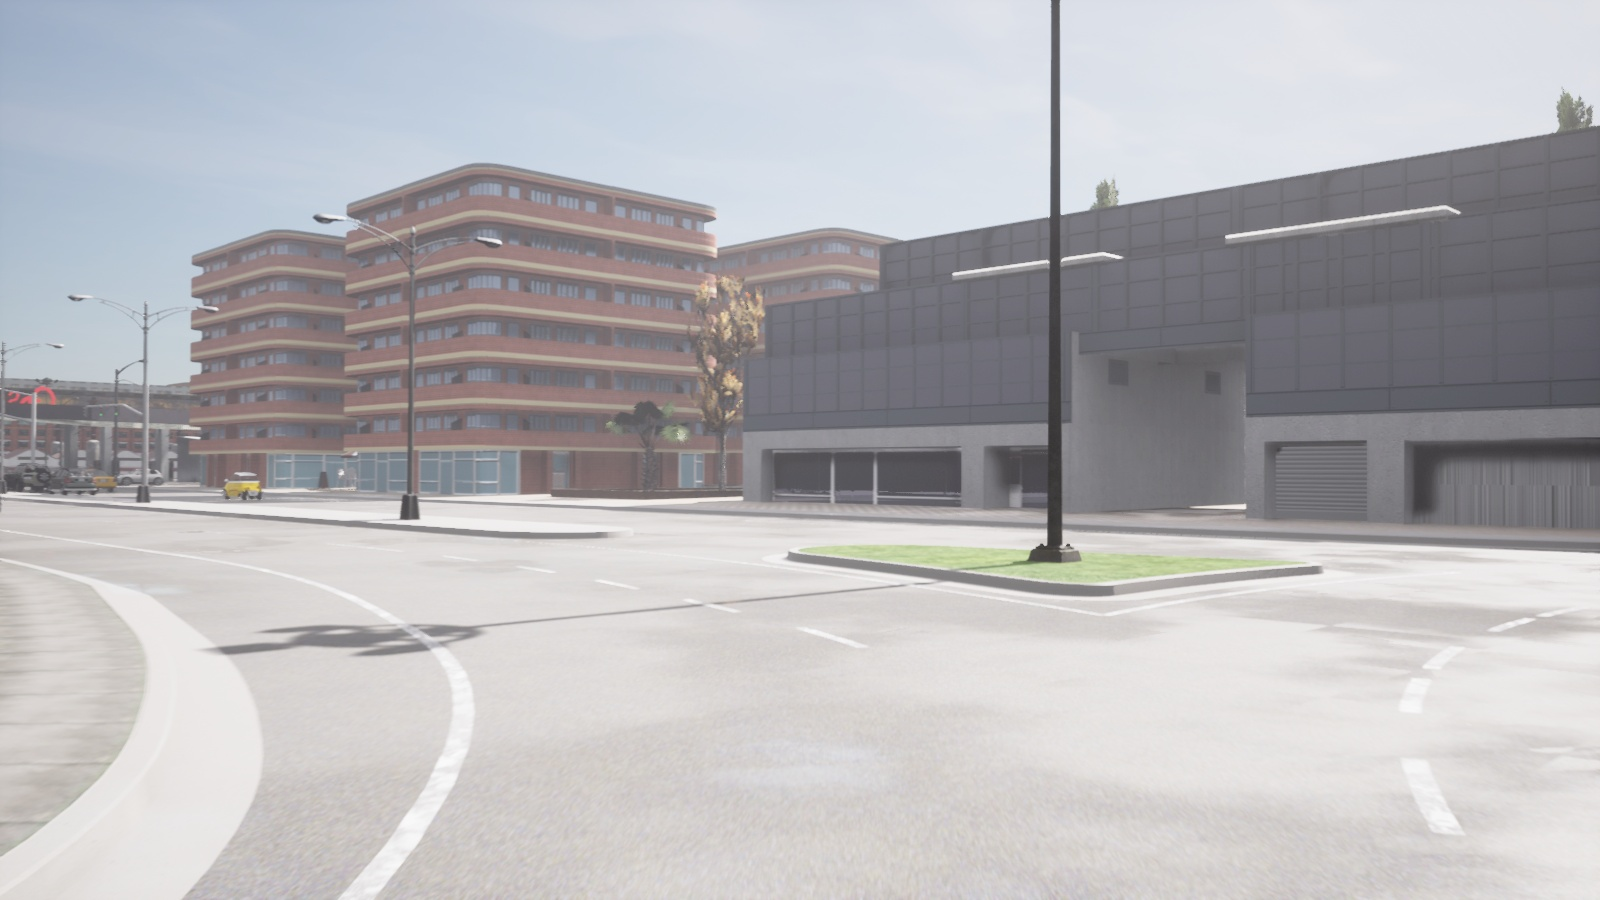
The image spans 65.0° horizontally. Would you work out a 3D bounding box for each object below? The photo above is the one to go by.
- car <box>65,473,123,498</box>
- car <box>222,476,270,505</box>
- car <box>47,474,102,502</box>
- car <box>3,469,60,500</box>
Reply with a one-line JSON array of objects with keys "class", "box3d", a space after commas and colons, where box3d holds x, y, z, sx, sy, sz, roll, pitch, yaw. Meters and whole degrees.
[{"class": "car", "box3d": [-44.969, 2.244, 79.951, 5.366, 1.575, 1.801, -1, -1, 45]}, {"class": "car", "box3d": [-27.663, 2.012, 62.702, 2.207, 1.376, 1.481, -1, -1, 45]}, {"class": "car", "box3d": [-41.126, 2.123, 71.179, 3.705, 1.549, 1.789, -1, -1, 45]}, {"class": "car", "box3d": [-47.414, 2.087, 77.448, 4.605, 1.855, 1.932, -1, -1, 45]}]
